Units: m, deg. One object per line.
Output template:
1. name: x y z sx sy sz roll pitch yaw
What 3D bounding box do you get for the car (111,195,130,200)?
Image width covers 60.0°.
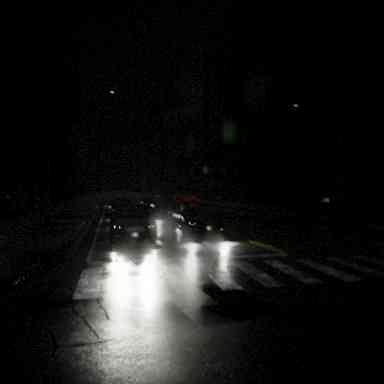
1. car: -5.562 1.246 26.572 2.033 1.411 5.357 0 0 -14

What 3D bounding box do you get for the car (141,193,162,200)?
1. car: -4.652 1.169 36.612 2.033 1.411 5.357 0 1 -14

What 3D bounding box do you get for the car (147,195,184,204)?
1. car: -2.240 1.223 26.658 1.837 1.490 4.892 0 1 -14

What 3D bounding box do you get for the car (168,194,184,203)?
1. car: -2.870 1.058 57.201 1.895 1.301 4.718 0 1 -14

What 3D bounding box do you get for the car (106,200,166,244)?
1. car: -2.682 1.300 14.707 2.128 1.511 4.902 0 1 -14

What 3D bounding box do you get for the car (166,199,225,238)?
1. car: 0.163 1.316 16.744 1.837 1.490 4.892 0 0 -14

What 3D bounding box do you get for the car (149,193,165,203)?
1. car: -6.020 0.935 56.404 2.128 1.511 4.902 0 1 -14

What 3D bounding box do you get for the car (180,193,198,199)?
1. car: -0.499 0.908 47.607 2.097 1.767 4.553 0 1 -13
